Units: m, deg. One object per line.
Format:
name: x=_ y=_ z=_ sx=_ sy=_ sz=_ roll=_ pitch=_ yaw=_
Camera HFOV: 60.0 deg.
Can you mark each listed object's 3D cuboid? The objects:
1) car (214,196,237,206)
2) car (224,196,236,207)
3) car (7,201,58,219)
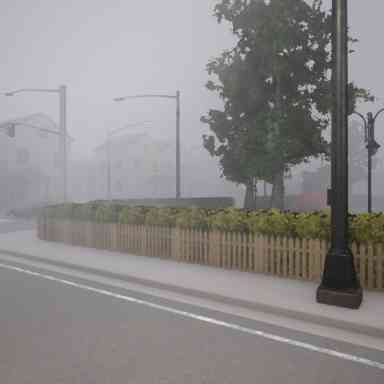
car: x=5.793 y=1.508 z=56.784 sx=1.837 sy=1.490 sz=4.892 roll=0 pitch=0 yaw=35
car: x=4.875 y=1.564 z=49.126 sx=1.994 sy=1.385 sz=4.181 roll=0 pitch=0 yaw=35
car: x=-13.288 y=1.547 z=29.468 sx=2.033 sy=1.411 sz=5.357 roll=0 pitch=0 yaw=35
